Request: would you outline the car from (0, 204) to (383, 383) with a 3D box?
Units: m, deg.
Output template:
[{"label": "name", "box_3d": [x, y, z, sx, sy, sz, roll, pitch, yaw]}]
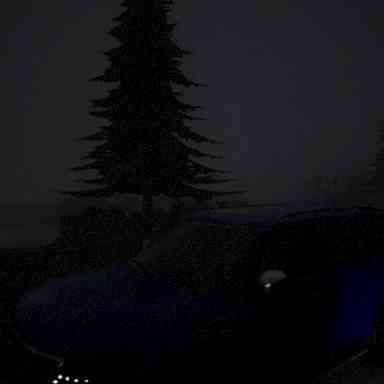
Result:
[{"label": "car", "box_3d": [0.699, 1.219, 4.188, 5.566, 2.045, 2.150, 0, 0, -36]}]
